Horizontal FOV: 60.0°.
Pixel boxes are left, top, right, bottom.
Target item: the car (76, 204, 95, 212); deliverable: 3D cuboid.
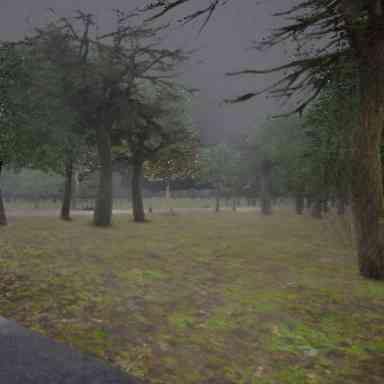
[{"bbox_3d":[-24.498,3.621,76.934,2.097,1.767,4.553,0,-2,36],"label":"car"}]
